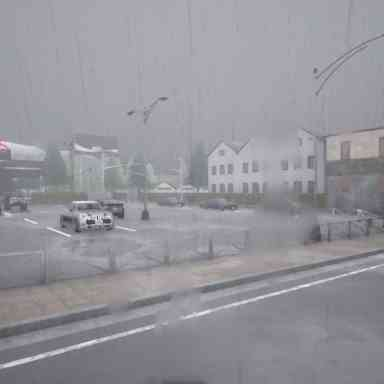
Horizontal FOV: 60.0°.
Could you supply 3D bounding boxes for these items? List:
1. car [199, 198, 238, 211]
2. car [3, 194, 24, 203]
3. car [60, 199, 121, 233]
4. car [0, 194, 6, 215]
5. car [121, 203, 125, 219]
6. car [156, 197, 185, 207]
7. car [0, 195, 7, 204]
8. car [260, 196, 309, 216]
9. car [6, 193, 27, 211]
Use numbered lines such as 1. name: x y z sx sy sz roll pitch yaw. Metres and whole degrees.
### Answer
1. car: 2.925 1.371 38.366 2.033 1.411 5.357 0 0 -36
2. car: -39.270 1.328 73.021 3.866 1.878 1.905 0 0 -36
3. car: -5.620 1.248 17.672 1.970 1.475 3.806 0 0 -36
4. car: -18.223 1.113 29.628 1.932 1.855 4.605 0 0 -36
5. car: -6.749 1.313 25.535 2.007 1.523 4.514 0 0 -36
6. car: -3.078 1.371 46.860 2.033 1.411 5.357 0 0 -35
7. car: -39.497 1.495 65.893 4.611 1.667 2.242 0 0 -36
8. car: 8.460 1.176 30.600 2.097 1.767 4.553 0 0 -35
9. car: -20.135 1.092 37.938 1.905 1.878 3.866 0 0 -36
